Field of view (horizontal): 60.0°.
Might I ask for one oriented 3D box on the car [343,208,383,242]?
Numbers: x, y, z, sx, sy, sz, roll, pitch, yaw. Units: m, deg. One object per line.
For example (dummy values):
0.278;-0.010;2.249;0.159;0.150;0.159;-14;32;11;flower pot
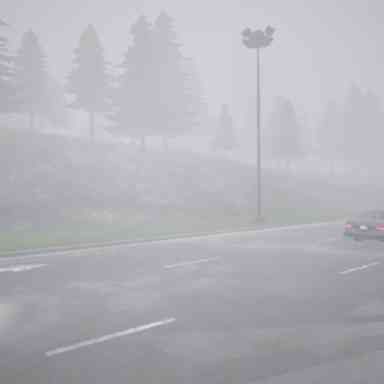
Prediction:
8.613;1.389;14.193;5.357;1.411;2.033;-1;0;-36;car
